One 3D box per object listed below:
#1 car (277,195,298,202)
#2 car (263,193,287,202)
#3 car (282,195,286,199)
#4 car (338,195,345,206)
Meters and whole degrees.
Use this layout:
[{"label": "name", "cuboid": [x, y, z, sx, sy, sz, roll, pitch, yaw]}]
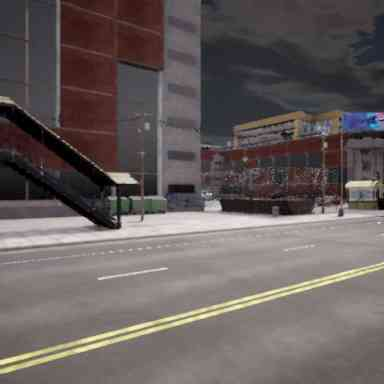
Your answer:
[{"label": "car", "cuboid": [22.255, 1.415, 77.497, 4.786, 1.482, 2.161, 0, 0, -36]}, {"label": "car", "cuboid": [20.056, 1.245, 80.219, 5.566, 2.045, 2.435, 0, 0, -36]}, {"label": "car", "cuboid": [16.679, 1.418, 56.430, 4.193, 1.474, 1.816, 0, 0, -36]}, {"label": "car", "cuboid": [21.156, 1.266, 50.290, 4.553, 1.767, 2.185, 0, 0, -36]}]
